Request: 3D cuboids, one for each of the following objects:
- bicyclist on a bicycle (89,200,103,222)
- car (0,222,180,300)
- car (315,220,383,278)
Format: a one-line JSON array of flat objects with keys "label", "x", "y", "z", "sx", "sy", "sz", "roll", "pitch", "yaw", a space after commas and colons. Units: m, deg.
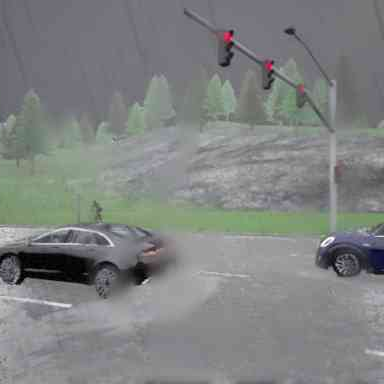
[{"label": "bicyclist on a bicycle", "x": -6.179, "y": 1.348, "z": 21.441, "sx": 0.582, "sy": 1.620, "sz": 1.656, "roll": 0, "pitch": 0, "yaw": 17}, {"label": "car", "x": -2.693, "y": 1.510, "z": 8.302, "sx": 4.902, "sy": 1.511, "sz": 2.128, "roll": 0, "pitch": 0, "yaw": 23}, {"label": "car", "x": 5.673, "y": 1.326, "z": 8.674, "sx": 4.553, "sy": 1.767, "sz": 2.097, "roll": 0, "pitch": 1, "yaw": 32}]
